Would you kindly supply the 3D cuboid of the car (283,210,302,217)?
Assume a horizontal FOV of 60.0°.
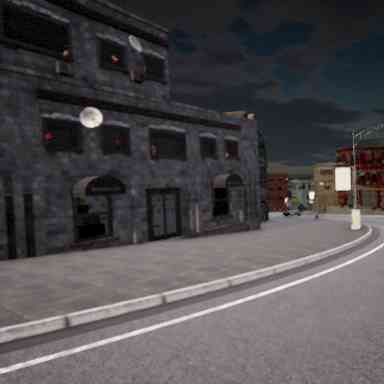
[{"bbox_3d":[19.914,4.253,66.262,2.033,1.411,5.357,-3,-3,-8],"label":"car"}]
